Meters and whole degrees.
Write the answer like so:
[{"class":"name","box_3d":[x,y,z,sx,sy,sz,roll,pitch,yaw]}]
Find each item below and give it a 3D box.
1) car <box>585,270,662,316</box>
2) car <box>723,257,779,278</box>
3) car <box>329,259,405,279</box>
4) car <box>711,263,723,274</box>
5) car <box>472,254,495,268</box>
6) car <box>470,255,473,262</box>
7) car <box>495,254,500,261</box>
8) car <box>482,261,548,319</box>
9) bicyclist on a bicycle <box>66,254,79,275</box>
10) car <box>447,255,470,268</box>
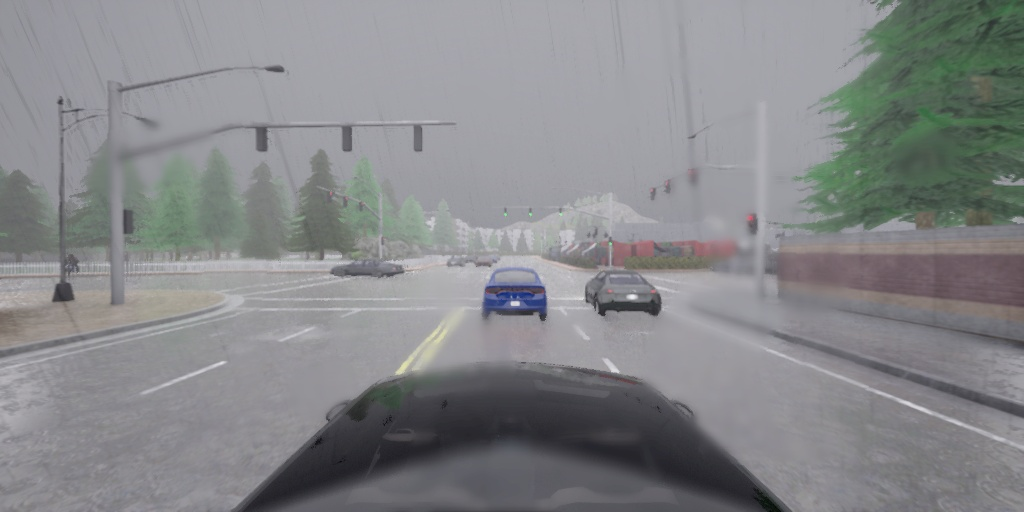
[{"class":"car","box_3d":[3.787,1.178,12.791,1.994,1.385,4.181,0,1,5]},{"class":"car","box_3d":[19.528,0.866,27.658,4.902,1.511,2.128,0,1,-1]},{"class":"car","box_3d":[-10.963,0.947,27.229,5.357,1.411,2.033,1,0,9]},{"class":"car","box_3d":[19.835,0.859,31.161,4.674,1.442,1.812,0,1,0]},{"class":"car","box_3d":[-3.603,0.680,46.447,1.882,1.535,5.008,0,1,0]},{"class":"car","box_3d":[-7.051,0.564,61.536,2.033,1.411,5.357,0,1,1]},{"class":"car","box_3d":[-3.557,0.494,61.571,1.882,1.535,5.008,0,1,0]},{"class":"car","box_3d":[0.090,1.100,12.135,1.882,1.535,5.008,0,1,0]},{"class":"bicyclist on a bicycle","box_3d":[-35.251,0.663,28.760,0.582,1.620,1.656,0,1,-28]},{"class":"car","box_3d":[-7.104,0.699,45.922,2.128,1.511,4.902,0,1,0]}]
